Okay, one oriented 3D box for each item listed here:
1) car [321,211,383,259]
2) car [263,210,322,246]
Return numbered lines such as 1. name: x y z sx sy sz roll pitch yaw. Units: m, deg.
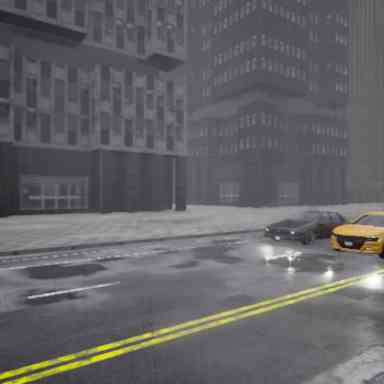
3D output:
1. car: 7.441 1.513 12.906 5.008 1.535 1.882 0 0 -35
2. car: 5.830 1.583 15.751 5.357 1.411 2.033 0 0 -35
